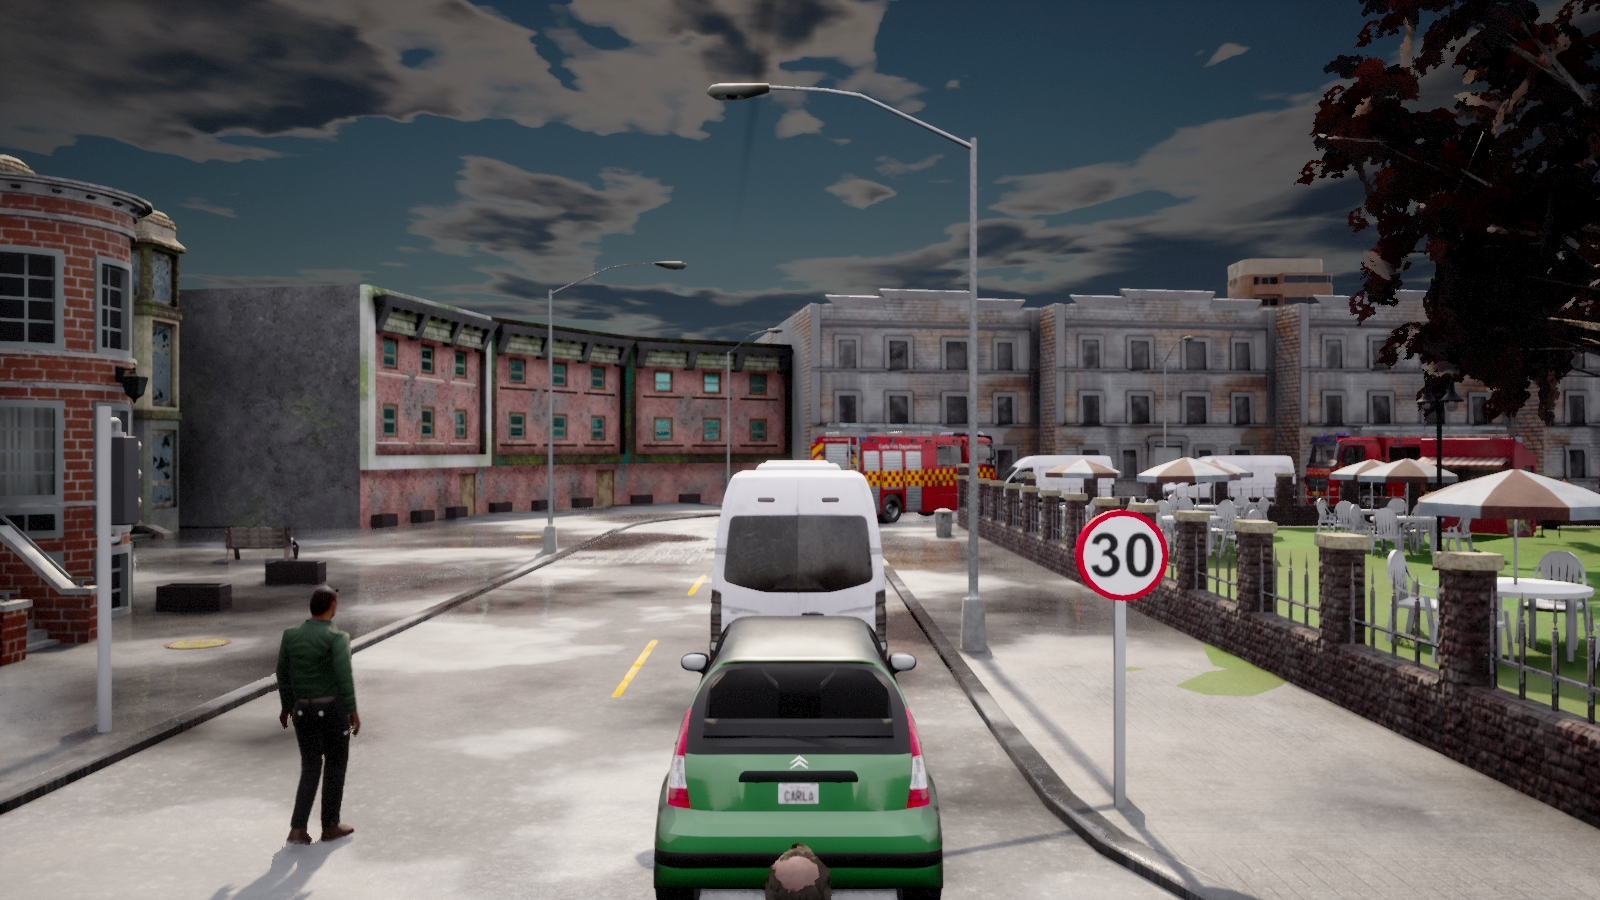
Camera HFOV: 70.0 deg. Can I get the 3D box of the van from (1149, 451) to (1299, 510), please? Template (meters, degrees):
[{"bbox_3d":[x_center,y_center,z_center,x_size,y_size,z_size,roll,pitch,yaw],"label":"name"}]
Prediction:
[{"bbox_3d":[18.656,1.312,50.452,5.915,2.561,1.988,0,0,0],"label":"van"}]

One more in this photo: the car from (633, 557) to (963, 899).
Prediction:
[{"bbox_3d":[-0.015,1.779,8.404,1.851,1.617,3.988,0,0,0],"label":"car"}]

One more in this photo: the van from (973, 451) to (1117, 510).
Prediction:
[{"bbox_3d":[10.768,1.312,50.430,5.915,2.561,1.988,0,0,0],"label":"van"}]

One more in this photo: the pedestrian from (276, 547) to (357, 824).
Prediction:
[{"bbox_3d":[-3.396,1.628,8.032,0.375,1.860,0.375,0,0,12],"label":"pedestrian"}]

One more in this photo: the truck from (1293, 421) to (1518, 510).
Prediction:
[{"bbox_3d":[26.739,0.668,50.713,8.468,3.827,2.891,0,0,0],"label":"truck"}]

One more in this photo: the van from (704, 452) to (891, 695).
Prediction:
[{"bbox_3d":[-0.025,1.314,15.105,1.988,2.561,5.915,0,0,0],"label":"van"}]

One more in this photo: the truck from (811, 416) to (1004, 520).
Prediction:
[{"bbox_3d":[4.502,0.670,46.247,8.468,3.827,2.891,0,0,-43],"label":"truck"}]
